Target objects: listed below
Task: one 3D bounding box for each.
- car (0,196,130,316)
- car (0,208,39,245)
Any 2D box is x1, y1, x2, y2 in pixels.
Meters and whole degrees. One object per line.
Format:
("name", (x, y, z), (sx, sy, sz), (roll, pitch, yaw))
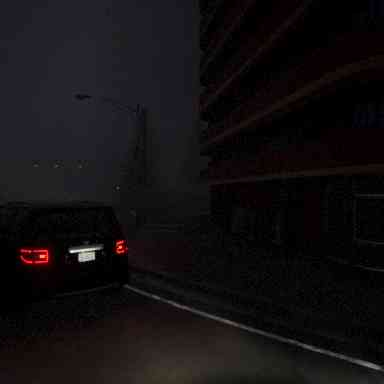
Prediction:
("car", (-3.546, 1.221, 7.873), (2.150, 2.045, 5.566), (0, 0, -40))
("car", (-8.575, 1.564, 16.186), (1.994, 1.385, 4.181), (0, 0, -26))
